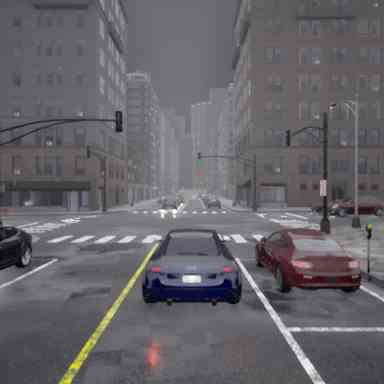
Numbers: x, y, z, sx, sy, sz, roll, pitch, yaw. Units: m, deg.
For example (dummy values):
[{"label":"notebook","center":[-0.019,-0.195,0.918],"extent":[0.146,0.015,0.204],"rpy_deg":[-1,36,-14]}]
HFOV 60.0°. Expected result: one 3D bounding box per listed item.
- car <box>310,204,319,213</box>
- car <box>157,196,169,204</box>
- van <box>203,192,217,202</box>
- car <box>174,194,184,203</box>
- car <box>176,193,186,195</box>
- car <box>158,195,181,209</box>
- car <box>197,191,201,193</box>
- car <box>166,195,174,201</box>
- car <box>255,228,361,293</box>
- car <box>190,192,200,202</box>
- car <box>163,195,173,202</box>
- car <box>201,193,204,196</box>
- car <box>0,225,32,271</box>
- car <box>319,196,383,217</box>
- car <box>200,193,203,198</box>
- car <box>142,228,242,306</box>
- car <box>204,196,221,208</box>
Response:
[{"label":"car","center":[13.652,1.377,31.094],"extent":[4.718,1.301,1.895],"rpy_deg":[-1,0,0]},{"label":"car","center":[-5.360,1.495,62.536],"extent":[1.802,1.307,4.206],"rpy_deg":[0,0,0]},{"label":"van","center":[3.071,1.285,51.354],"extent":[1.690,1.788,3.998],"rpy_deg":[0,0,0]},{"label":"car","center":[-2.763,1.464,53.681],"extent":[1.812,1.442,4.674],"rpy_deg":[0,0,0]},{"label":"car","center":[-2.632,1.398,64.070],"extent":[2.128,1.511,4.902],"rpy_deg":[0,0,1]},{"label":"car","center":[-2.846,1.466,43.776],"extent":[1.837,1.490,4.892],"rpy_deg":[0,0,2]},{"label":"car","center":[0.586,1.144,84.241],"extent":[2.128,1.511,4.902],"rpy_deg":[0,0,0]},{"label":"car","center":[-5.218,1.402,79.194],"extent":[1.802,1.307,4.206],"rpy_deg":[0,0,0]},{"label":"car","center":[2.758,1.586,8.593],"extent":[1.802,1.307,4.206],"rpy_deg":[0,0,0]},{"label":"car","center":[0.502,1.369,74.241],"extent":[1.812,1.442,4.674],"rpy_deg":[0,0,0]},{"label":"car","center":[-5.264,1.407,73.642],"extent":[2.008,1.369,4.403],"rpy_deg":[0,0,0]},{"label":"car","center":[3.214,1.470,68.011],"extent":[1.802,1.307,4.206],"rpy_deg":[0,0,0]},{"label":"car","center":[-5.768,1.570,8.594],"extent":[1.947,1.339,4.313],"rpy_deg":[0,0,0]},{"label":"car","center":[13.544,1.143,27.844],"extent":[4.553,1.767,2.097],"rpy_deg":[-1,0,0]},{"label":"car","center":[3.261,1.438,73.567],"extent":[1.802,1.307,4.206],"rpy_deg":[0,0,0]},{"label":"car","center":[0.010,1.568,8.112],"extent":[1.994,1.385,4.181],"rpy_deg":[0,0,0]},{"label":"car","center":[3.025,1.539,45.803],"extent":[1.802,1.307,4.206],"rpy_deg":[0,0,0]}]
